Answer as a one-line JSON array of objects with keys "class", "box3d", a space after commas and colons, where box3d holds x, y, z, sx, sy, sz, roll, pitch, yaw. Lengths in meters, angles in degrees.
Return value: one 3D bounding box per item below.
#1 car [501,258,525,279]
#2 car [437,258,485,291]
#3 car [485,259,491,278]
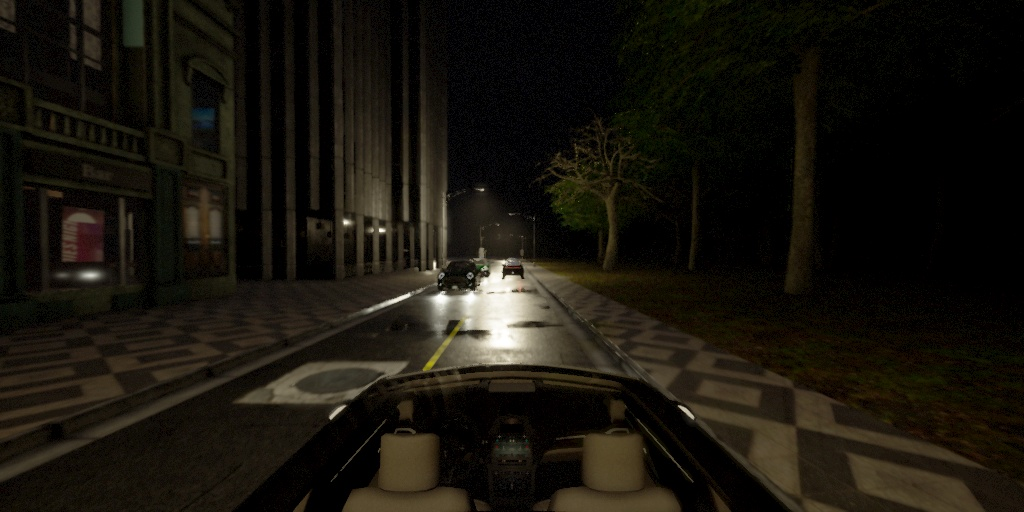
[{"class": "car", "box3d": [0.081, 1.148, 31.560, 2.128, 1.511, 4.902, 0, 0, 0]}, {"class": "car", "box3d": [-3.036, 1.060, 21.369, 2.097, 1.767, 4.553, 0, 0, 0]}, {"class": "car", "box3d": [-3.012, 1.003, 32.051, 2.097, 1.767, 4.553, 0, 0, 0]}]
